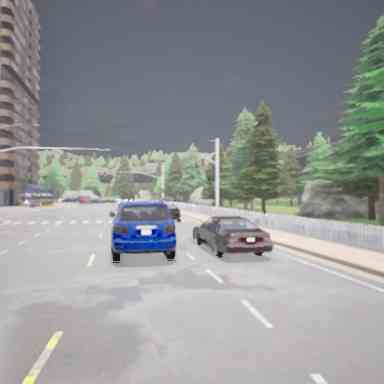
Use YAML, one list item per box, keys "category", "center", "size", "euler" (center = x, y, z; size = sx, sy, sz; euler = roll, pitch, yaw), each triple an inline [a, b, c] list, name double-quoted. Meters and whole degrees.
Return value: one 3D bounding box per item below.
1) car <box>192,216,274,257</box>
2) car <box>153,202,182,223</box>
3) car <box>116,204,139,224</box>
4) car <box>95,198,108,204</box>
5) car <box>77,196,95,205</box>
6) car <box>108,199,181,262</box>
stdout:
- category: "car"
  center: [1.429, 1.683, 13.674]
  size: [2.033, 1.411, 5.357]
  euler: [0, -1, -13]
- category: "car"
  center: [-2.278, 1.772, 29.974]
  size: [1.882, 1.535, 5.008]
  euler: [0, 0, -12]
- category: "car"
  center: [-5.614, 1.809, 28.838]
  size: [1.812, 1.442, 4.674]
  euler: [0, 0, -12]
- category: "car"
  center: [-23.792, 2.307, 84.780]
  size: [1.882, 1.535, 5.008]
  euler: [0, -1, -32]
- category: "car"
  center: [-26.007, 2.024, 81.684]
  size: [2.150, 2.045, 5.566]
  euler: [0, -1, -27]
- category: "car"
  center: [-1.994, 1.353, 12.934]
  size: [2.150, 2.045, 5.566]
  euler: [0, 0, -13]
